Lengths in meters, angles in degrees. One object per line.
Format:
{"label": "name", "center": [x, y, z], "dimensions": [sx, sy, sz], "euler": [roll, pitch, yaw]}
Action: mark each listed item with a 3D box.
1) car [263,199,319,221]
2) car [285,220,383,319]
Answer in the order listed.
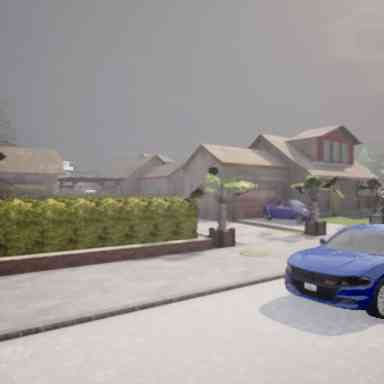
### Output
{"label": "car", "center": [6.608, 1.237, 22.167], "dimensions": [1.845, 1.501, 3.633], "euler": [0, 0, -38]}
{"label": "car", "center": [4.227, 1.505, 7.614], "dimensions": [5.008, 1.535, 1.882], "euler": [1, 0, -35]}
